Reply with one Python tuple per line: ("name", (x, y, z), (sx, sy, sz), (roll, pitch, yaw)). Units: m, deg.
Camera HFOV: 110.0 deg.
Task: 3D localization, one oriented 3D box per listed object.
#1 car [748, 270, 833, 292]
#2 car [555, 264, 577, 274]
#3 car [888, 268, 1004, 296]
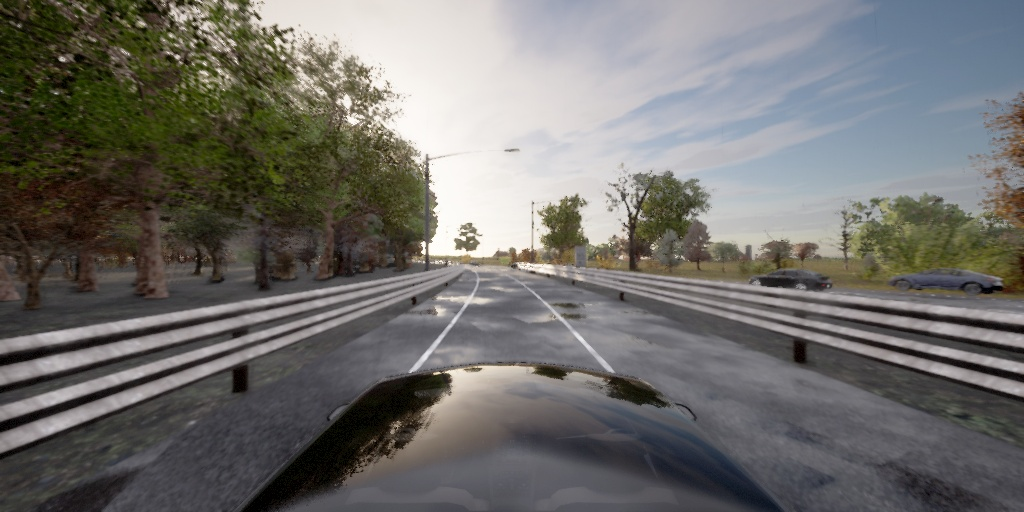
("car", (19.123, 1.676, 24.945), (1.837, 1.490, 4.892), (0, 0, -22))
("car", (7.924, 1.871, 52.753), (1.994, 1.385, 4.181), (0, 0, -22))
("car", (24.653, 1.368, 20.581), (1.994, 1.385, 4.181), (0, 0, -22))
